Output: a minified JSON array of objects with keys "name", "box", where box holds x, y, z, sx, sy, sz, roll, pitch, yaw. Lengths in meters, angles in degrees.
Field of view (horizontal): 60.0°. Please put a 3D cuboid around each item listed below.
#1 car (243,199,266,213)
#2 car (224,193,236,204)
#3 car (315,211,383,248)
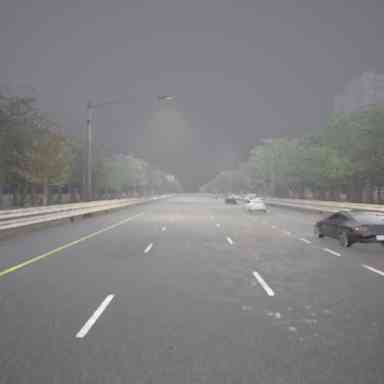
[{"name":"car","box":[7.067,1.564,37.435,1.812,1.442,4.674,0,0,0]},{"name":"car","box":[7.179,1.534,63.164,1.882,1.535,5.008,0,0,0]},{"name":"car","box":[7.008,1.543,14.660,1.812,1.442,4.674,0,0,0]}]
